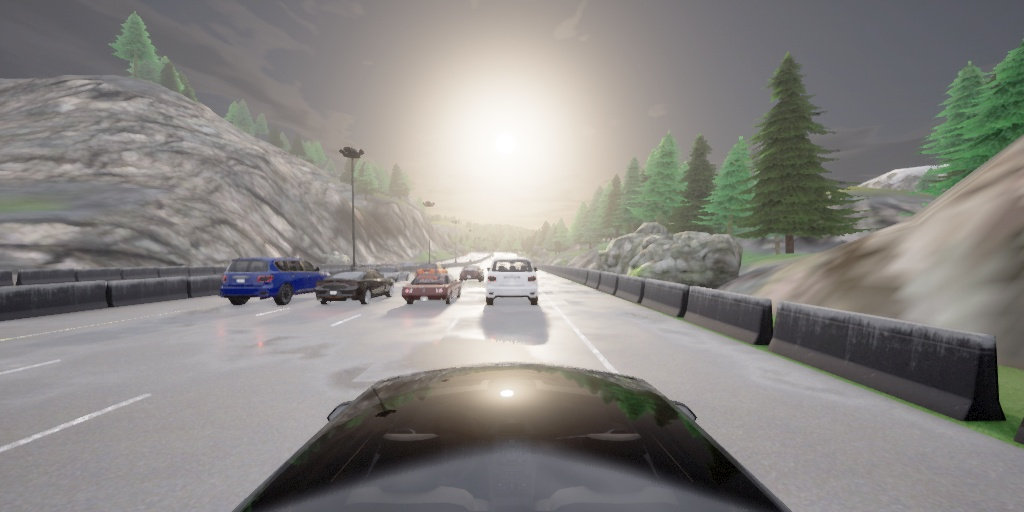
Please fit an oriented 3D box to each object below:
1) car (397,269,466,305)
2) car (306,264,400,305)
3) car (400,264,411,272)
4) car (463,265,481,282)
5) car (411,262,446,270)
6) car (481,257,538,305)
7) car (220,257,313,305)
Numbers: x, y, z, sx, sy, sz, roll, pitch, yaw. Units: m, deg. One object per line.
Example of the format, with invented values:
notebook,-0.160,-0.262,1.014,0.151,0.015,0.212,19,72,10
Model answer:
car,-3.500,1.448,16.554,1.895,1.301,4.718,0,-1,0
car,-7.000,1.316,16.525,1.882,1.535,5.008,0,-1,0
car,-10.500,1.620,31.573,1.895,1.301,4.718,0,-1,0
car,-3.500,1.537,31.544,1.812,1.442,4.674,0,-1,0
car,-7.000,1.369,31.515,2.097,1.767,4.553,0,-1,0
car,0.000,1.090,16.554,2.150,2.045,5.566,0,-1,0
car,-10.500,1.089,16.554,2.150,2.045,5.566,0,-1,0
